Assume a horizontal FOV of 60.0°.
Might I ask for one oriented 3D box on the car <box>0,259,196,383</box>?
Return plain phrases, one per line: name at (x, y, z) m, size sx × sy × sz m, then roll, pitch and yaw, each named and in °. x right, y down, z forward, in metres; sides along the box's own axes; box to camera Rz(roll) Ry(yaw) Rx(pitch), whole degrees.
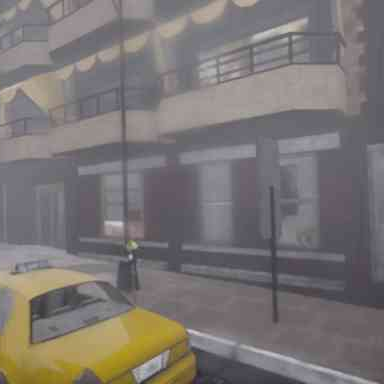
car at (-2.243, 1.565, 4.347) m, size 4.829 × 1.417 × 1.752 m, roll -1°, pitch -2°, yaw 36°
